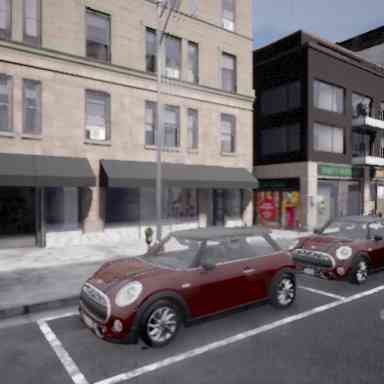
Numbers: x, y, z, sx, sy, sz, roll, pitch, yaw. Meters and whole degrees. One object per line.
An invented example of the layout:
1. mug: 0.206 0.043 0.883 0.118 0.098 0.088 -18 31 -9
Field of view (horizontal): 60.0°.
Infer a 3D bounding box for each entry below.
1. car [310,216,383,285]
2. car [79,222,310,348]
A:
1. car: 4.540 1.444 9.423 4.097 1.590 1.967 0 0 -35
2. car: 0.053 1.441 6.224 4.097 1.590 1.967 0 0 -35
